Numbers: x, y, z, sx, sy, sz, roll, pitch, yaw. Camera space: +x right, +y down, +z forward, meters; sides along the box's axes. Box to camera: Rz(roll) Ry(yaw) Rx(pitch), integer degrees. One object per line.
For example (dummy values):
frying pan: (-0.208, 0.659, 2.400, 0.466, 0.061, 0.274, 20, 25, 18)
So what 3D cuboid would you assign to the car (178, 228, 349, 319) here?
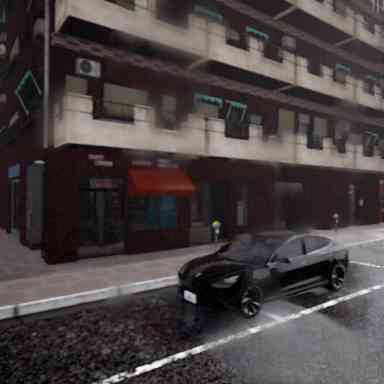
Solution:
car: (1.747, 1.533, 7.343, 4.313, 1.339, 1.947, 0, 1, -35)
